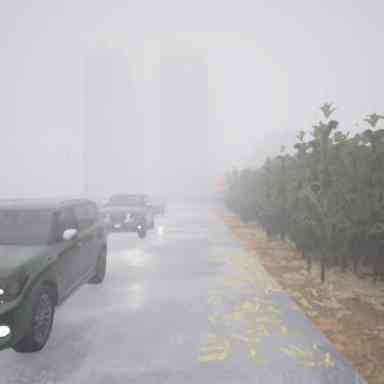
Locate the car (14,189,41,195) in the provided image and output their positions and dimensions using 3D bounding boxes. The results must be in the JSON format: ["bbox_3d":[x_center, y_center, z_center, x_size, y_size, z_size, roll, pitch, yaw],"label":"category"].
[{"bbox_3d":[-36.974,0.413,73.778,4.611,1.667,2.242,0,1,0],"label":"car"}]

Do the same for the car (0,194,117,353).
[{"bbox_3d":[-3.177,1.179,6.423,2.150,2.045,5.566,0,0,-1],"label":"car"}]

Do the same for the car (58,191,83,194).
[{"bbox_3d":[-16.658,0.952,44.972,5.357,1.411,2.033,0,1,0],"label":"car"}]

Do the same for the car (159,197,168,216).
[{"bbox_3d":[-3.146,1.153,28.403,1.882,1.535,5.008,0,1,1],"label":"car"}]

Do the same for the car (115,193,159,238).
[{"bbox_3d":[-3.204,1.067,17.031,2.150,2.045,5.566,0,1,0],"label":"car"}]
